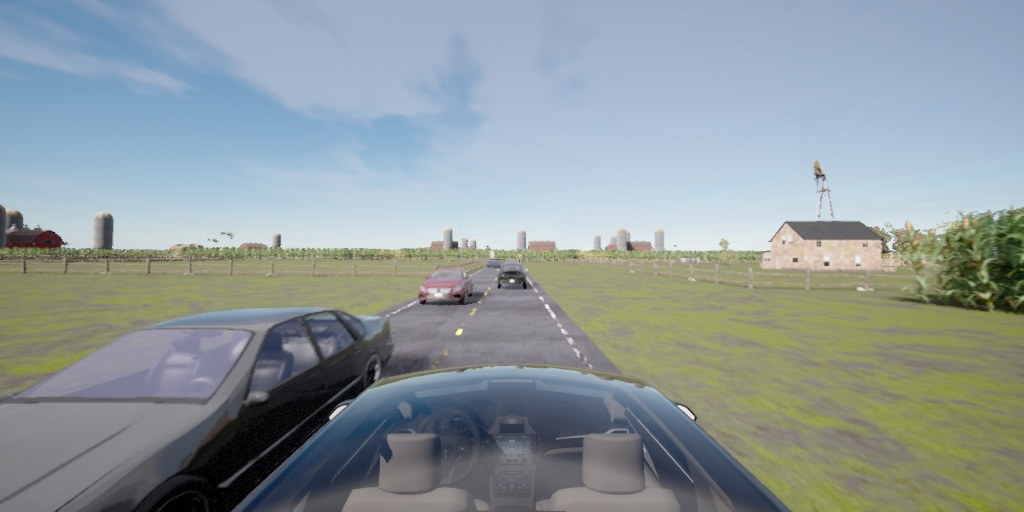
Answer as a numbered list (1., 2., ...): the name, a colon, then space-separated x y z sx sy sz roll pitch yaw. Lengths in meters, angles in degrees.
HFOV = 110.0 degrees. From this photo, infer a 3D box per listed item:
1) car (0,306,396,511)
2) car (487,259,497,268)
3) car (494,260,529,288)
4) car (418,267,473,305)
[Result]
1. car: -2.845 1.295 3.715 2.033 1.411 5.357 0 0 0
2. car: -2.815 1.224 55.746 1.994 1.385 4.181 0 0 0
3. car: 0.017 1.227 23.676 1.837 1.490 4.892 0 1 0
4. car: -2.832 1.257 16.195 1.812 1.442 4.674 0 0 0
